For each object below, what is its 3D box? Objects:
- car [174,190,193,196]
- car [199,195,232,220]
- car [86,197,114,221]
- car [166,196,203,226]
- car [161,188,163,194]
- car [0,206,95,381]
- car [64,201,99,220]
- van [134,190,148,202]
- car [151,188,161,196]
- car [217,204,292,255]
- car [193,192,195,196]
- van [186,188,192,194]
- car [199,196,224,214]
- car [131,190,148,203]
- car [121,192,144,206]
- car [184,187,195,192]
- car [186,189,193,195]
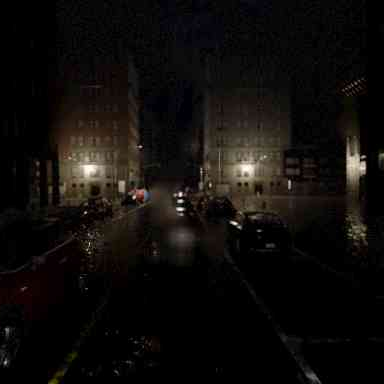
[{"bbox_3d":[-1.345,0.862,38.694,2.128,1.511,4.902,-1,1,-2],"label":"car"},{"bbox_3d":[1.826,1.042,23.363,1.967,1.590,4.097,-1,1,-2],"label":"car"},{"bbox_3d":[-6.694,1.121,23.065,1.967,1.590,4.097,-1,1,-2],"label":"car"},{"bbox_3d":[-0.648,1.222,20.356,2.033,1.411,5.357,-1,1,-2],"label":"car"},{"bbox_3d":[-9.010,0.168,83.885,1.947,1.339,4.313,0,1,-2],"label":"car"},{"bbox_3d":[-3.255,1.295,5.296,2.097,1.767,4.553,-1,1,-2],"label":"car"},{"bbox_3d":[-6.478,1.356,17.431,1.802,1.307,4.206,-1,1,-2],"label":"car"},{"bbox_3d":[-7.769,0.556,51.239,1.690,1.788,3.998,-1,1,-2],"label":"van"},{"bbox_3d":[-8.788,0.238,78.064,1.752,1.417,4.829,0,1,-2],"label":"car"},{"bbox_3d":[2.257,1.336,12.096,2.008,1.369,4.403,-1,1,-2],"label":"car"},{"bbox_3d":[1.398,0.961,34.634,1.887,1.381,4.507,-1,1,-2],"label":"car"},{"bbox_3d":[-0.923,-0.354,95.481,1.690,1.788,3.998,0,1,-2],"label":"van"},{"bbox_3d":[1.613,1.091,29.000,1.802,1.307,4.206,-1,1,-2],"label":"car"},{"bbox_3d":[-7.554,0.625,45.602,2.192,1.841,5.009,-1,1,-2],"label":"car"},{"bbox_3d":[-7.337,0.968,39.971,1.947,1.339,4.313,-1,1,-2],"label":"car"},{"bbox_3d":[-0.276,-0.055,78.526,2.192,1.841,5.009,0,1,-2],"label":"car"},{"bbox_3d":[-0.705,-0.041,89.833,1.887,1.381,4.507,0,1,-2],"label":"car"}]
